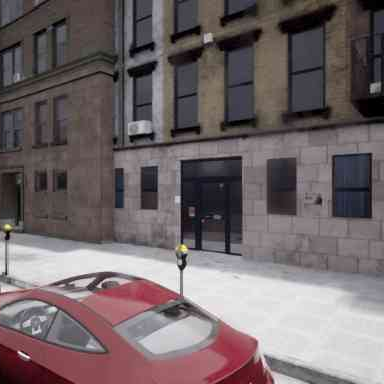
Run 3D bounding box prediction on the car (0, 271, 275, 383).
[{"bbox_3d":[-1.213,1.582,3.684,4.206,1.307,1.802,0,0,36],"label":"car"}]
